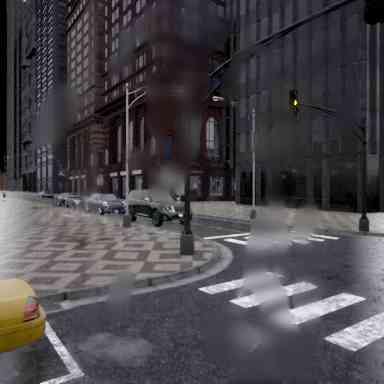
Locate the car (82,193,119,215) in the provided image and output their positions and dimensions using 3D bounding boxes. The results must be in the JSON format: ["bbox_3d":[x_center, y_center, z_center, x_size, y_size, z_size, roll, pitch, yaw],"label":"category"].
[{"bbox_3d":[-7.148,0.872,27.671,2.097,1.767,4.553,0,1,-35],"label":"car"}]

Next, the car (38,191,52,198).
[{"bbox_3d":[-26.398,0.450,60.000,1.994,1.385,4.181,0,1,-36],"label":"car"}]

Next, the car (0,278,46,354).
[{"bbox_3d":[-4.264,1.525,3.614,4.829,1.417,1.752,0,0,-35],"label":"car"}]

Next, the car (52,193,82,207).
[{"bbox_3d":[-13.166,0.827,36.074,2.128,1.511,4.902,0,1,-36],"label":"car"}]

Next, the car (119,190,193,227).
[{"bbox_3d":[-2.230,0.898,20.808,2.150,2.045,5.566,0,1,-36],"label":"car"}]
